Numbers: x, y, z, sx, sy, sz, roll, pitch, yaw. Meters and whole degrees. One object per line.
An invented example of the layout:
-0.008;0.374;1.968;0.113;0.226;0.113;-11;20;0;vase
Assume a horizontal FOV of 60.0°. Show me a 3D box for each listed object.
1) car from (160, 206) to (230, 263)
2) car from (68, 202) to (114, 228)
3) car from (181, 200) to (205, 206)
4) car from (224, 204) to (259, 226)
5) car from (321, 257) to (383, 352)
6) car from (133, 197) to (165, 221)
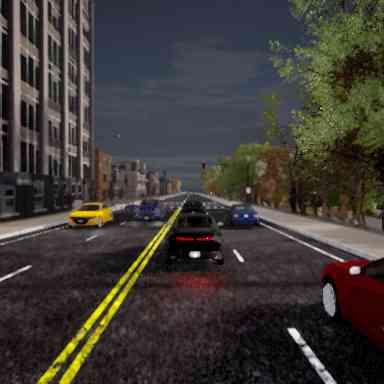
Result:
0.093;1.494;11.827;1.837;1.490;4.892;0;1;0;car
-6.598;1.453;22.147;1.882;1.535;5.008;0;0;0;car
0.096;1.447;28.251;1.882;1.535;5.008;0;0;0;car
3.338;1.522;23.007;2.033;1.411;5.357;0;0;0;car
3.314;1.472;4.201;1.882;1.535;5.008;0;0;0;car
-3.343;1.322;26.704;2.097;1.767;4.553;0;0;0;car
